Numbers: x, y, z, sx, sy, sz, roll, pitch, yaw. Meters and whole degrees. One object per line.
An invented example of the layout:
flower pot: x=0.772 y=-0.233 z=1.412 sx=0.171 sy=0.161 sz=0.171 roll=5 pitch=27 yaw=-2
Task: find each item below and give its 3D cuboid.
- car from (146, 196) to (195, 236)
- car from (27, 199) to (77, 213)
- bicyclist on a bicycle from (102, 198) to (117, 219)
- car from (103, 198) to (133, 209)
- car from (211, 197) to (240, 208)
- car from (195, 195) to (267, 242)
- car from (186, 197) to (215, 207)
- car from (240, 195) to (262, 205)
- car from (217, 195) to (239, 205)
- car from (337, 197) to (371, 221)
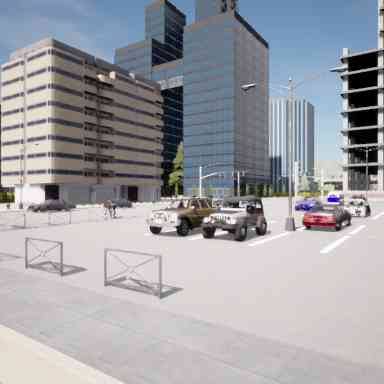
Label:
car: x=-0.257 y=1.153 z=17.266 sx=1.932 sy=1.855 sz=4.605 roll=0 pitch=0 yaw=34
car: x=-15.935 y=1.547 z=38.164 sx=2.033 sy=1.411 sz=5.357 roll=0 pitch=0 yaw=34
bicyclist on a bicycle: x=-6.500 y=1.302 z=26.216 sx=1.656 sy=1.620 sz=0.582 roll=0 pitch=0 yaw=34
car: x=-10.309 y=1.564 z=46.537 sx=1.994 sy=1.385 sz=4.181 roll=0 pitch=0 yaw=35
car: x=5.155 y=1.547 z=50.462 sx=2.033 sy=1.411 sz=5.357 roll=0 pitch=0 yaw=33
car: x=2.113 y=1.156 z=15.603 sx=1.905 sy=1.878 sz=3.866 roll=0 pitch=0 yaw=34
car: x=1.342 y=1.492 z=51.135 sx=2.128 sy=1.511 sz=4.902 roll=0 pitch=0 yaw=34
car: x=10.415 y=1.352 z=58.340 sx=2.097 sy=1.767 sz=4.553 roll=0 pitch=0 yaw=34
car: x=6.380 y=1.352 z=58.768 sx=2.097 sy=1.767 sz=4.553 roll=0 pitch=0 yaw=34
car: x=14.116 y=1.395 z=28.578 sx=1.970 sy=1.475 sz=3.806 roll=0 pitch=0 yaw=34
